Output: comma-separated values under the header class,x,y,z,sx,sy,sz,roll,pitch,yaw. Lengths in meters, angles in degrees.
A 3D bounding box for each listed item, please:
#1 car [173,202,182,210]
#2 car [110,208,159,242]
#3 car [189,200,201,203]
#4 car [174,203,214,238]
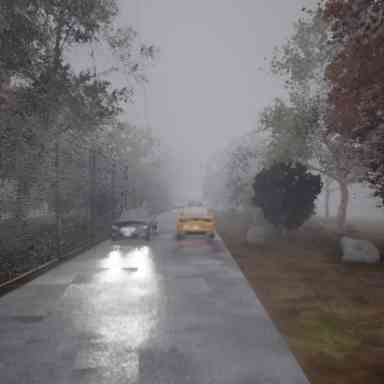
class,x,y,z,sx,sy,sz,roll,pitch,yaw
car,-2.335,2.446,58.961,2.033,1.411,5.357,0,-2,1
car,-2.771,1.570,16.860,2.128,1.511,4.902,0,-1,0
car,0.346,1.751,38.969,2.097,1.767,4.553,0,-1,0
car,0.189,1.572,18.465,1.882,1.535,5.008,0,-1,0
